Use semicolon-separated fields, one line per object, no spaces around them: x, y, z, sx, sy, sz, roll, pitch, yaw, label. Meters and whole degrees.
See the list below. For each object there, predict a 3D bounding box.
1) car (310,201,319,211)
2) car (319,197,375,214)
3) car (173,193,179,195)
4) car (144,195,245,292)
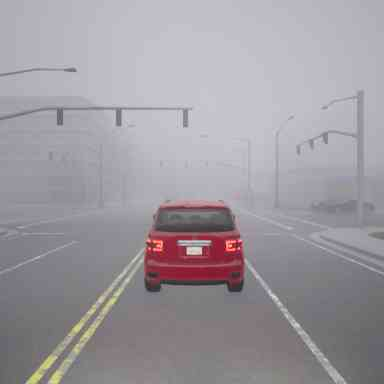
16.090;1.352;38.609;4.553;1.767;2.097;0;0;0;car
16.550;1.478;35.102;5.008;1.535;1.882;0;0;0;car
-3.677;1.352;54.854;2.097;1.767;4.553;0;0;0;car
0.056;1.221;9.064;2.150;2.045;5.566;0;0;0;car
